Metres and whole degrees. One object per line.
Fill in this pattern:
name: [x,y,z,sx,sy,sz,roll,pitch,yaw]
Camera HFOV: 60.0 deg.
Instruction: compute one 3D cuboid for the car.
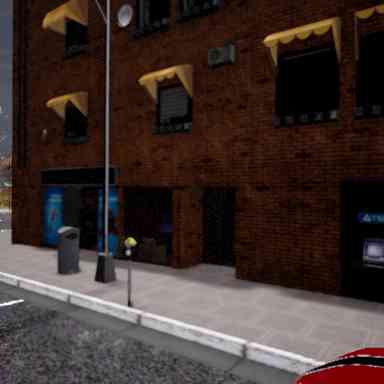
car: [2.202,1.435,1.284,4.097,1.590,1.967,0,1,36]
